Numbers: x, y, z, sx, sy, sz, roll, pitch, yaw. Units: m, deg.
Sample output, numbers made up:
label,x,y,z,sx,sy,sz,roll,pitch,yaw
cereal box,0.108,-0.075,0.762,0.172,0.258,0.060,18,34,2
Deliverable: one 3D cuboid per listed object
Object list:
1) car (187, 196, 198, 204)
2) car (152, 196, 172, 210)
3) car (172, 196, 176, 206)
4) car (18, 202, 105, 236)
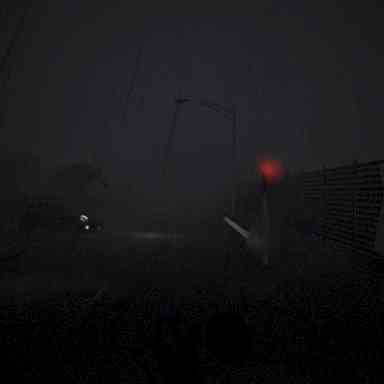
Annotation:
label,x,y,z,sx,sy,sz,roll,pitch,yaw
car,0.102,1.505,63.183,1.837,1.490,4.892,0,0,0
car,-4.029,1.564,43.385,1.994,1.385,4.181,0,0,0
car,-4.006,1.478,53.457,1.882,1.535,5.008,0,0,0
car,-7.086,1.351,18.226,4.553,1.767,2.097,0,0,15
